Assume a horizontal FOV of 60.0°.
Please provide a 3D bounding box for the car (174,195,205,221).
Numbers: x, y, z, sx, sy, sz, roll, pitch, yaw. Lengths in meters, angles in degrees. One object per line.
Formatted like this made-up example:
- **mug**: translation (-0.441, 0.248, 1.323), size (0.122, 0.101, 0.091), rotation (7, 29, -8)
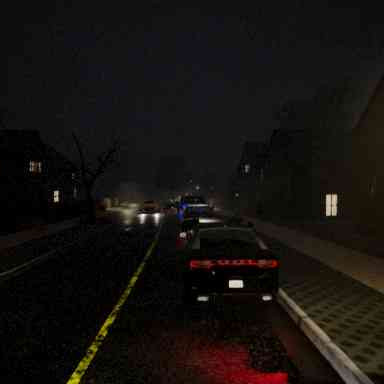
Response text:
- **car**: translation (-0.010, 1.264, 24.474), size (2.150, 2.045, 5.566), rotation (0, 0, -4)

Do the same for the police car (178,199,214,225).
- **police car**: translation (0.337, 1.446, 18.525), size (1.930, 1.638, 5.238), rotation (0, 0, -3)

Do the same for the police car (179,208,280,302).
- **police car**: translation (0.715, 1.426, 8.466), size (1.930, 1.638, 5.238), rotation (0, 0, -1)

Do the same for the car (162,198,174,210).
- **car**: translation (-2.805, 1.743, 45.610), size (1.895, 1.301, 4.718), rotation (0, 0, -7)

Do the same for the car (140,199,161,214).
- **car**: translation (-4.800, 1.590, 38.024), size (1.882, 1.535, 5.008), rotation (0, 0, -6)
